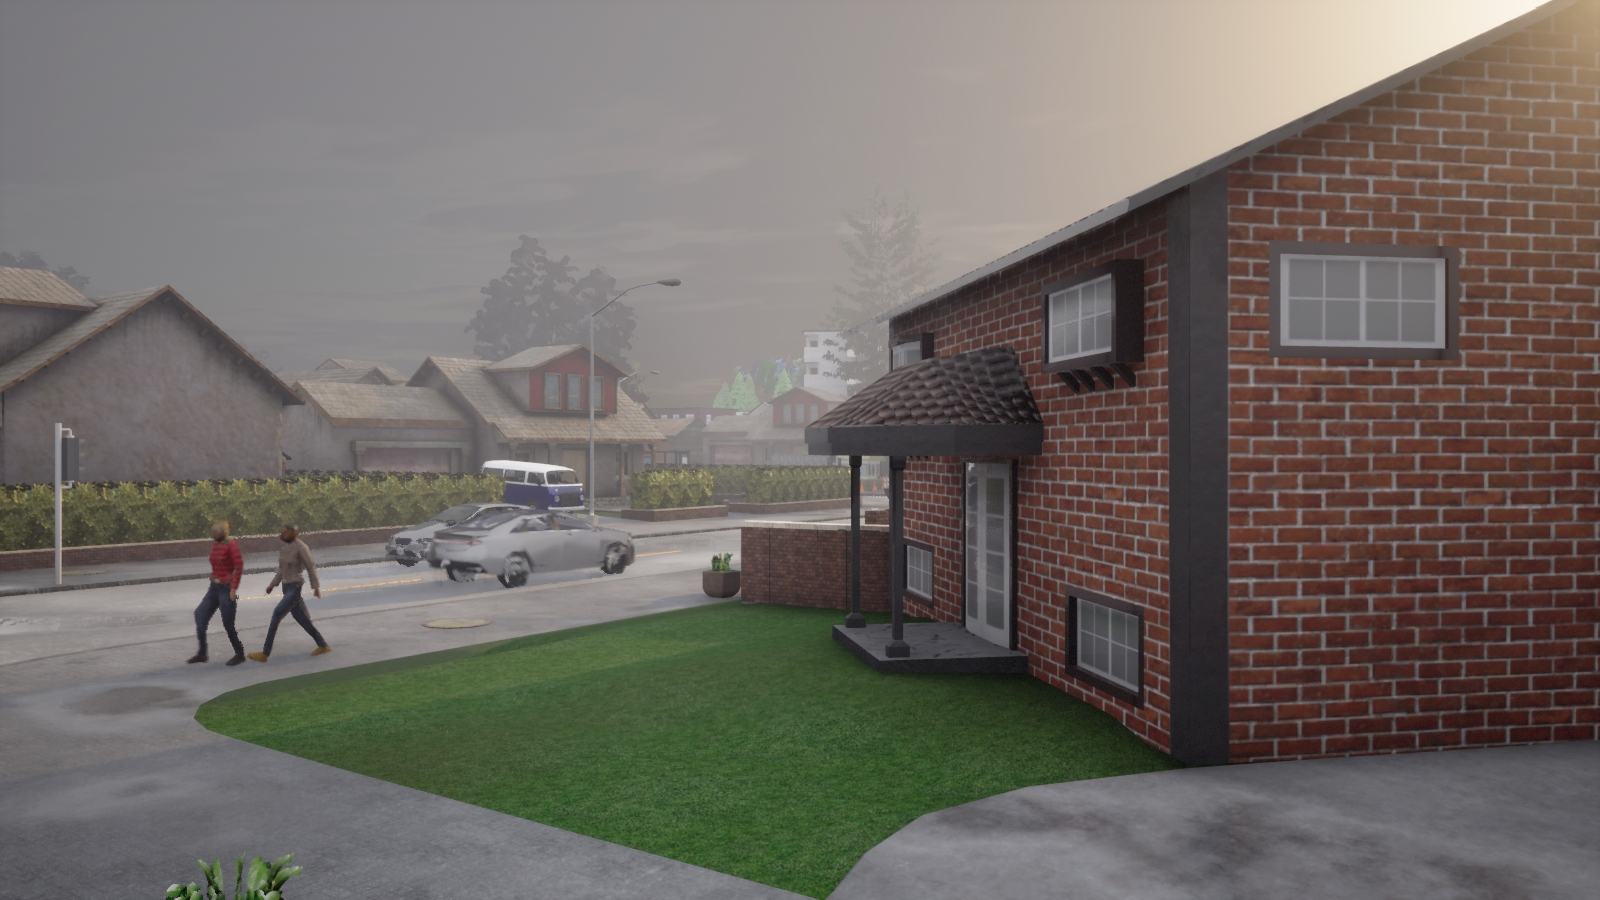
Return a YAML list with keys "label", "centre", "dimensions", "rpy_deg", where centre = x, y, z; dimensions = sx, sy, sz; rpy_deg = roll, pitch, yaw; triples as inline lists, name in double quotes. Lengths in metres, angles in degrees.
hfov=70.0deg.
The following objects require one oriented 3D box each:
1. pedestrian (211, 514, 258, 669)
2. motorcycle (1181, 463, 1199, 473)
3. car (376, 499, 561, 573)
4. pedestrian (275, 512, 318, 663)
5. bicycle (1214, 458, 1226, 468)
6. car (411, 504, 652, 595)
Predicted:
- label: "pedestrian"
  centre: [-7.003, 1.736, 14.147]
  dimensions: [0.375, 1.860, 0.375]
  rpy_deg: [0, 0, 28]
- label: "motorcycle"
  centre: [47.455, 2.161, 139.026]
  dimensions: [2.033, 1.199, 0.803]
  rpy_deg: [0, 0, 35]
- label: "car"
  centre: [-8.091, 2.051, 28.194]
  dimensions: [1.816, 1.474, 4.193]
  rpy_deg: [0, 0, 34]
- label: "pedestrian"
  centre: [-6.408, 1.736, 14.554]
  dimensions: [0.375, 1.860, 0.375]
  rpy_deg: [0, 0, 40]
- label: "bicycle"
  centre: [65.395, 2.030, 177.932]
  dimensions: [1.835, 1.471, 0.329]
  rpy_deg: [0, 0, 35]
- label: "car"
  centre: [-5.646, 2.035, 24.650]
  dimensions: [2.128, 1.511, 4.902]
  rpy_deg: [0, 0, 35]
